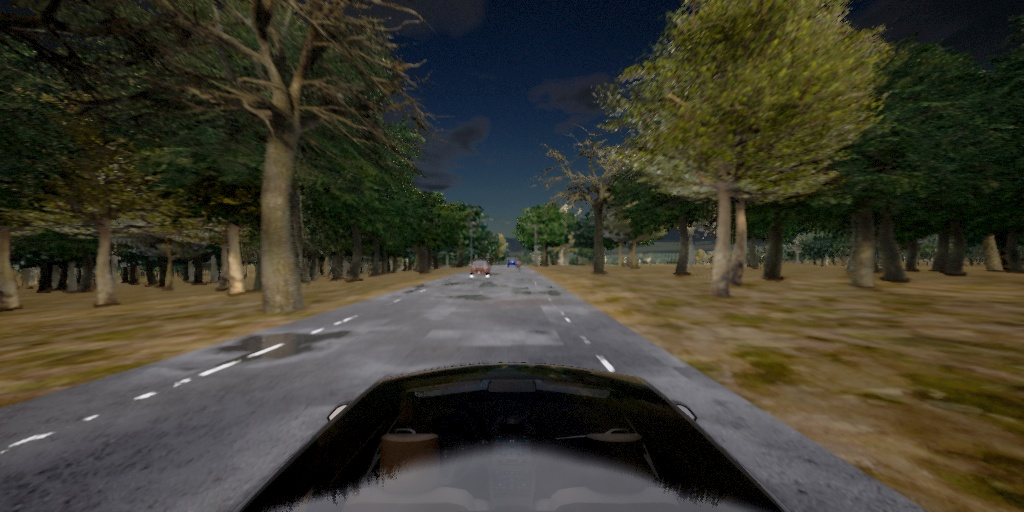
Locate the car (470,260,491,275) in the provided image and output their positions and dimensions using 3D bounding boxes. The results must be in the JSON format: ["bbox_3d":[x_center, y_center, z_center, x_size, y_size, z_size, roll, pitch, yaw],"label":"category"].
[{"bbox_3d":[-3.527,1.231,40.626,2.097,1.767,4.553,0,0,0],"label":"car"}]

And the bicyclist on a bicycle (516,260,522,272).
[{"bbox_3d":[1.013,1.359,45.307,0.582,1.620,1.656,0,-1,0],"label":"bicyclist on a bicycle"}]
